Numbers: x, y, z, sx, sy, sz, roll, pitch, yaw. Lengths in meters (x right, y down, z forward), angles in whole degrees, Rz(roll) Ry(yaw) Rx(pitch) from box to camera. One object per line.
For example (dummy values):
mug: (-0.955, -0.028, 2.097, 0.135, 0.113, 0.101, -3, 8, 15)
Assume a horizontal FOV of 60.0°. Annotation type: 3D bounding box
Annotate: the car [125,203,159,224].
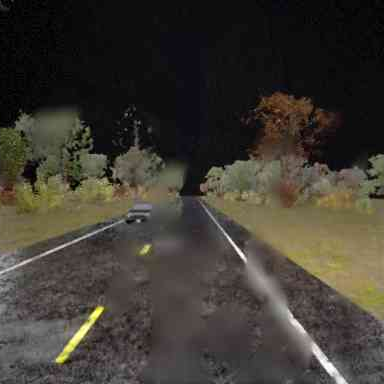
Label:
car: (-3.502, 1.511, 24.425, 2.033, 1.411, 5.357, 0, 0, 0)
